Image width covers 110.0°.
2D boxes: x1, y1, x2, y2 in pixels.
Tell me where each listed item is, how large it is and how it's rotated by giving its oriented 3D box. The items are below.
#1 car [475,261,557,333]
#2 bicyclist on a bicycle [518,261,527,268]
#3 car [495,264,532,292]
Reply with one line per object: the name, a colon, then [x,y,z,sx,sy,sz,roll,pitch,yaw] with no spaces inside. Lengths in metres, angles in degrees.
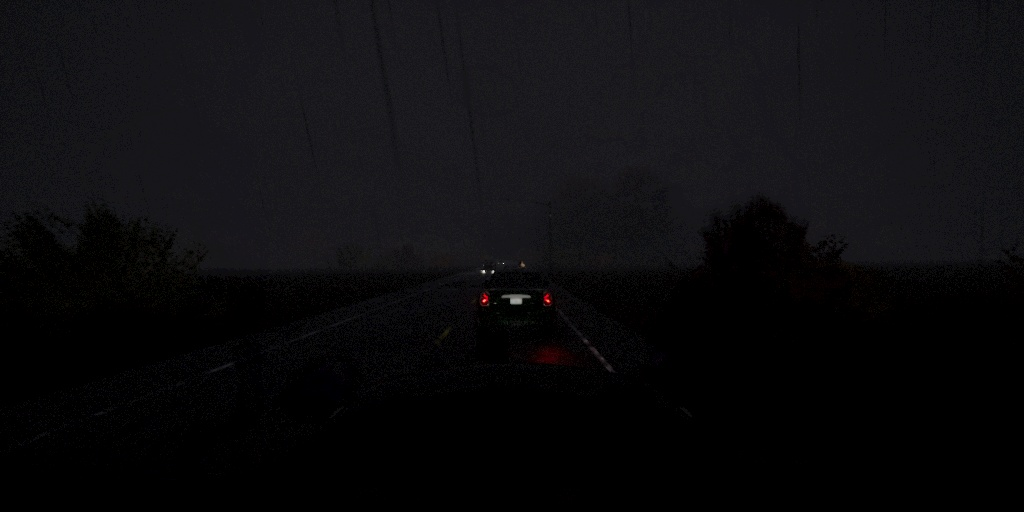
car: [0.106,1.146,11.074,2.097,1.767,4.553,0,0,0]
bicyclist on a bicycle: [1.001,1.333,35.051,0.866,1.612,1.509,0,0,0]
car: [0.111,1.335,23.015,2.128,1.511,4.902,0,0,0]
